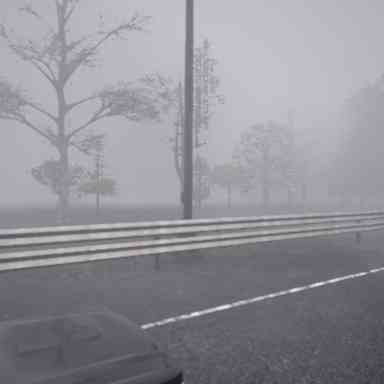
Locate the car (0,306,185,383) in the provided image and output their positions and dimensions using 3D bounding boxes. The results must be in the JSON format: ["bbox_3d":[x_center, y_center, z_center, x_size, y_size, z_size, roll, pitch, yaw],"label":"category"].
[{"bbox_3d":[-2.333,1.564,2.126,4.718,1.301,1.895,0,0,-34],"label":"car"}]
